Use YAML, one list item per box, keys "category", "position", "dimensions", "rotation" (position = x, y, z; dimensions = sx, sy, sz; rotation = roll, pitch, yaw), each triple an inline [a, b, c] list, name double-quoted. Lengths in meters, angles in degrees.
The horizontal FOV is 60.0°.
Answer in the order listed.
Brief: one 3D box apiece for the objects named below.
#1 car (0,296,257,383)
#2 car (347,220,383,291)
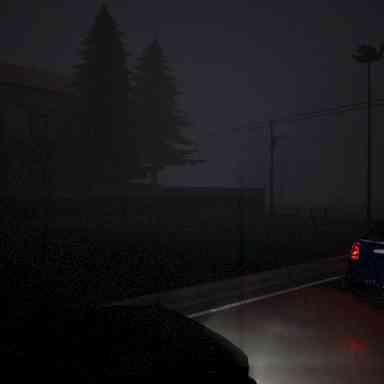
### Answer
- category: "car"
  position: [-1.993, 1.547, 2.305]
  dimensions: [5.357, 1.411, 2.033]
  rotation: [0, 0, -36]
- category: "car"
  position: [5.706, 1.352, 7.825]
  dimensions: [4.553, 1.767, 2.097]
  rotation: [0, 0, -35]
